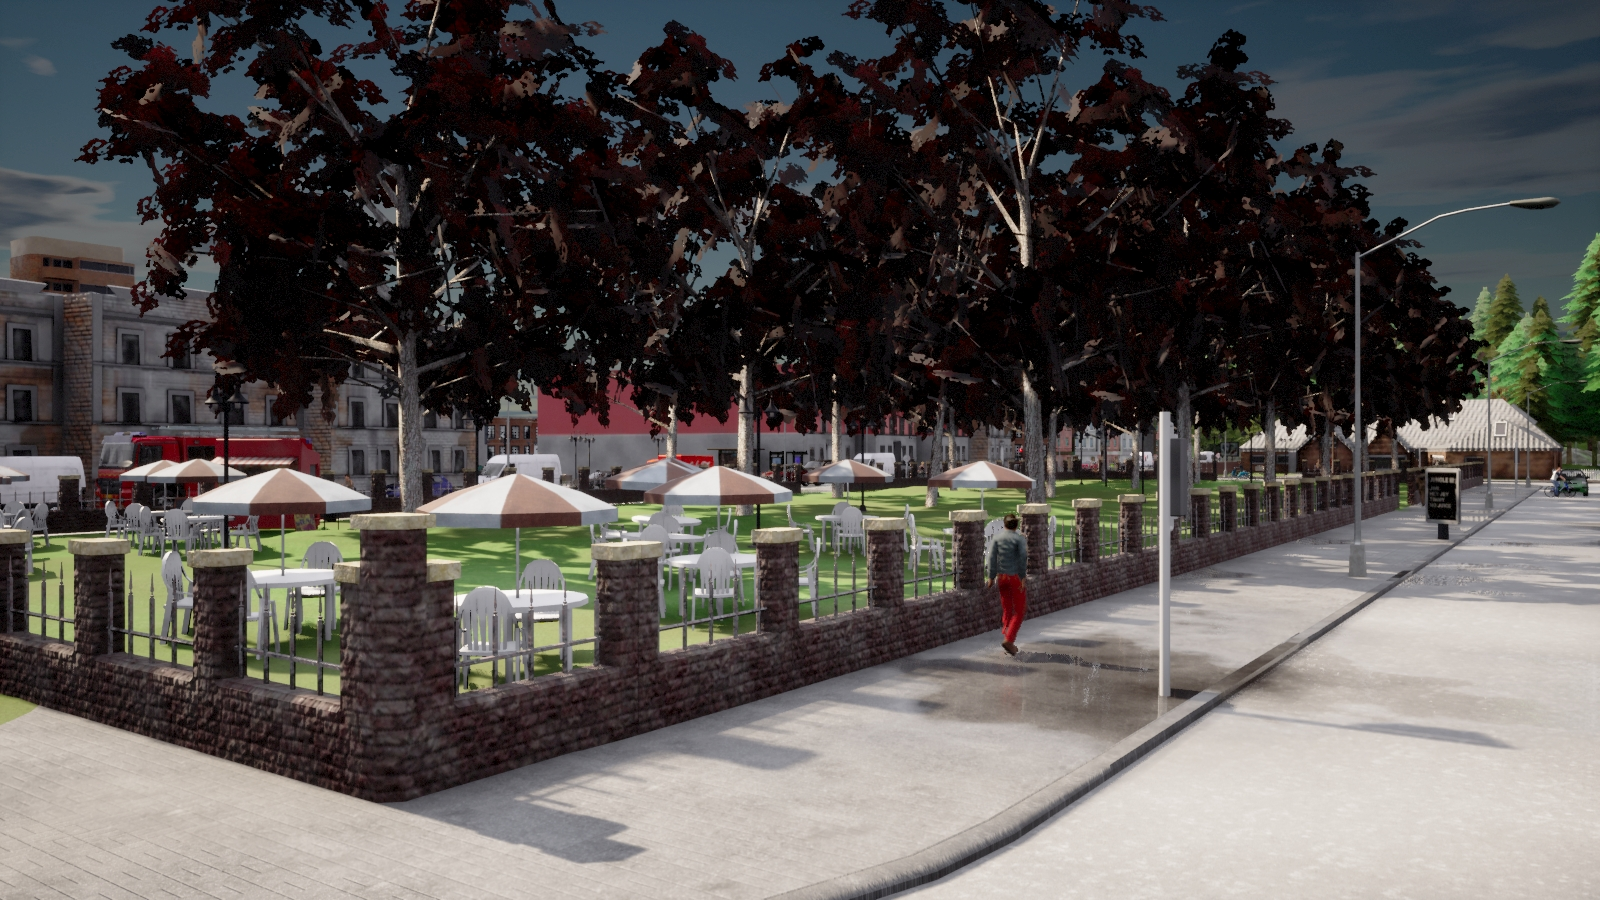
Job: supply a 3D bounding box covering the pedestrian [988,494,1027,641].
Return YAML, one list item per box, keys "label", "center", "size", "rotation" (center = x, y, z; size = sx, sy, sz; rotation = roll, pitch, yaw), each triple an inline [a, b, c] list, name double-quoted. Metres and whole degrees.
- label: "pedestrian"
  center: [2.715, 1.517, 14.923]
  size: [0.375, 1.860, 0.375]
  rotation: [0, 0, 37]

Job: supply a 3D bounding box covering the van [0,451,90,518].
- label: "van"
  center: [-31.021, 1.314, 44.007]
  size: [1.988, 2.561, 5.915]
  rotation: [0, 0, 35]

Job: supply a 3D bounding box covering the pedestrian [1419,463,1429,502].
- label: "pedestrian"
  center: [29.305, 1.525, 53.693]
  size: [0.375, 1.860, 0.375]
  rotation: [0, 0, 35]

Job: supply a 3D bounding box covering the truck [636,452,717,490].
- label: "truck"
  center: [-8.233, 1.348, 76.671]
  size: [2.627, 2.467, 5.204]
  rotation: [0, 0, 35]

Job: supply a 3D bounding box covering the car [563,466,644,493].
- label: "car"
  center: [-12.166, 1.814, 71.050]
  size: [2.097, 1.535, 5.006]
  rotation: [0, 0, 35]

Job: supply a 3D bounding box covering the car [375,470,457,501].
- label: "car"
  center: [-20.045, 1.818, 59.739]
  size: [1.845, 1.501, 3.633]
  rotation: [0, 0, 35]

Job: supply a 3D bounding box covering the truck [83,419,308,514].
- label: "truck"
  center: [-26.598, 0.670, 50.778]
  size: [2.891, 3.827, 8.468]
  rotation: [0, 0, 35]

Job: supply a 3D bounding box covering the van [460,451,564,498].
- label: "van"
  center: [-16.329, 1.314, 65.083]
  size: [1.988, 2.561, 5.915]
  rotation: [0, 0, 35]

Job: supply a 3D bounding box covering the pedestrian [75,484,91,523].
- label: "pedestrian"
  center: [-24.226, 1.805, 38.603]
  size: [0.375, 1.300, 0.375]
  rotation: [0, 0, 39]
